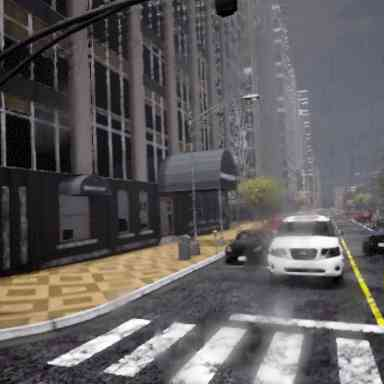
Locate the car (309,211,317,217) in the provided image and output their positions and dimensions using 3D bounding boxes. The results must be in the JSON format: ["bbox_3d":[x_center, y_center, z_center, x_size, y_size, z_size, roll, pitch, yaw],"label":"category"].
[{"bbox_3d":[32.042,5.781,87.714,1.752,1.417,4.829,-5,-4,22],"label":"car"}]

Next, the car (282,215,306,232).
[{"bbox_3d":[11.070,3.327,35.949,1.967,1.590,4.097,-5,-4,22],"label":"car"}]

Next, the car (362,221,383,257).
[{"bbox_3d":[9.709,2.251,15.585,4.181,1.385,1.994,1,-5,-41],"label":"car"}]

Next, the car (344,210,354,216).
[{"bbox_3d":[39.867,5.341,84.738,1.947,1.339,4.313,-5,-4,22],"label":"car"}]

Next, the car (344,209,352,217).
[{"bbox_3d":[35.704,4.622,74.504,2.192,1.841,5.009,-5,-4,22],"label":"car"}]

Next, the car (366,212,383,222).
[{"bbox_3d":[18.854,2.948,32.797,2.008,1.369,4.403,-5,-4,22],"label":"car"}]

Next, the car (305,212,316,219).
[{"bbox_3d":[25.883,5.104,72.492,1.887,1.381,4.507,-5,-4,22],"label":"car"}]

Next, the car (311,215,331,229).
[{"bbox_3d":[15.223,3.470,39.107,2.033,1.411,5.357,-4,-4,22],"label":"car"}]

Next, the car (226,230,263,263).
[{"bbox_3d":[2.942,2.551,16.155,1.947,1.339,4.313,-5,-4,22],"label":"car"}]

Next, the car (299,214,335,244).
[{"bbox_3d":[8.952,2.573,23.766,2.097,1.767,4.553,-4,-4,22],"label":"car"}]

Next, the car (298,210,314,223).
[{"bbox_3d":[19.647,4.171,57.130,2.192,1.841,5.009,-5,-4,22],"label":"car"}]

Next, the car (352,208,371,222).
[{"bbox_3d":[25.331,3.449,48.876,2.192,1.841,5.009,-5,-4,22],"label":"car"}]

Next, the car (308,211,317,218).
[{"bbox_3d":[29.968,5.547,82.588,1.752,1.417,4.829,-5,-4,22],"label":"car"}]

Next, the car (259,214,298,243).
[{"bbox_3d":[6.831,2.738,25.739,2.192,1.841,5.009,-5,-4,22],"label":"car"}]

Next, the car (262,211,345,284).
[{"bbox_3d":[4.289,1.916,12.274,2.150,2.045,5.566,-4,-4,22],"label":"car"}]
